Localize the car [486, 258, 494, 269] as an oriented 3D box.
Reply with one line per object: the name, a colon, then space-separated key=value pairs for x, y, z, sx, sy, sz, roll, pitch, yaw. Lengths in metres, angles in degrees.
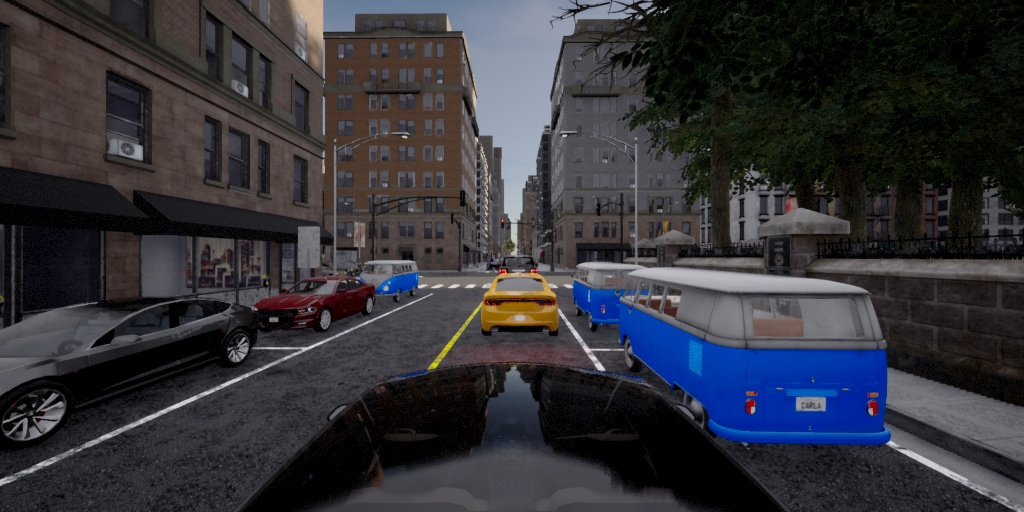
car: x=-2.301 y=1.085 z=49.676 sx=2.097 sy=1.767 sz=4.553 roll=0 pitch=0 yaw=2

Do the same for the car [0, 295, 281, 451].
car: x=-5.807 y=1.315 z=5.225 sx=1.948 sy=1.339 sz=4.313 roll=0 pitch=0 yaw=1

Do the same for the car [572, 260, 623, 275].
car: x=9.102 y=1.239 z=38.460 sx=4.902 sy=1.511 sz=2.128 roll=0 pitch=0 yaw=0

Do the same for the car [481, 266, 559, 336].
car: x=0.226 y=1.226 z=10.470 sx=1.882 sy=1.535 sz=5.008 roll=0 pitch=0 yaw=1

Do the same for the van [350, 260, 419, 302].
van: x=-5.580 y=1.087 z=16.543 sx=1.690 sy=1.789 sz=3.998 roll=0 pitch=0 yaw=1

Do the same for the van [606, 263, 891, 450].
van: x=2.716 y=1.090 z=5.066 sx=1.690 sy=1.789 sz=3.998 roll=0 pitch=0 yaw=1

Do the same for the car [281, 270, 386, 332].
car: x=-5.694 y=1.294 z=10.884 sx=1.888 sy=1.381 sz=4.507 roll=0 pitch=0 yaw=1

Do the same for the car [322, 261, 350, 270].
car: x=-16.200 y=1.279 z=28.671 sx=5.357 sy=1.411 sz=2.033 roll=0 pitch=0 yaw=1

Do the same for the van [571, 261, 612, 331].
van: x=2.830 y=1.089 z=10.723 sx=1.690 sy=1.789 sz=3.998 roll=0 pitch=0 yaw=1

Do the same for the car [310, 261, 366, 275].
car: x=-18.675 y=1.260 z=38.645 sx=4.902 sy=1.511 sz=2.128 roll=0 pitch=0 yaw=0

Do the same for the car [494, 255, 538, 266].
car: x=0.332 y=0.965 z=20.426 sx=2.150 sy=2.045 sz=5.566 roll=0 pitch=0 yaw=0
